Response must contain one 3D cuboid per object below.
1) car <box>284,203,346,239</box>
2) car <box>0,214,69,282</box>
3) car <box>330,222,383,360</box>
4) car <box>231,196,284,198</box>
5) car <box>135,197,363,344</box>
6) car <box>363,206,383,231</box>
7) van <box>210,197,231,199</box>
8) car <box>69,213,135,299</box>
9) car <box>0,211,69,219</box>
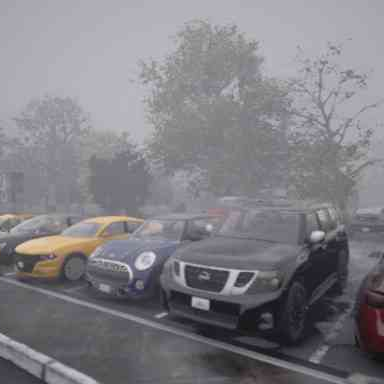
[{"bbox_3d":[7.169,1.500,19.000,1.946,1.575,5.366,0,0,36],"label":"car"},{"bbox_3d":[-2.765,1.524,10.262,2.097,1.535,5.008,0,0,36],"label":"car"},{"bbox_3d":[4.017,1.513,5.434,2.163,1.488,4.792,0,0,36],"label":"car"},{"bbox_3d":[5.041,1.268,20.785,2.435,2.045,5.566,-1,0,36],"label":"car"},{"bbox_3d":[1.725,1.242,7.004,2.435,2.045,5.566,0,0,36],"label":"car"},{"bbox_3d":[9.523,1.493,17.534,2.231,1.521,4.892,0,0,36],"label":"car"},{"bbox_3d":[2.742,1.321,22.542,1.878,1.987,4.442,-1,0,36],"label":"van"},{"bbox_3d":[-0.494,1.381,8.666,2.185,1.767,4.553,0,0,36],"label":"car"},{"bbox_3d":[-5.020,1.550,11.875,2.231,1.521,4.892,-1,0,36],"label":"car"}]
